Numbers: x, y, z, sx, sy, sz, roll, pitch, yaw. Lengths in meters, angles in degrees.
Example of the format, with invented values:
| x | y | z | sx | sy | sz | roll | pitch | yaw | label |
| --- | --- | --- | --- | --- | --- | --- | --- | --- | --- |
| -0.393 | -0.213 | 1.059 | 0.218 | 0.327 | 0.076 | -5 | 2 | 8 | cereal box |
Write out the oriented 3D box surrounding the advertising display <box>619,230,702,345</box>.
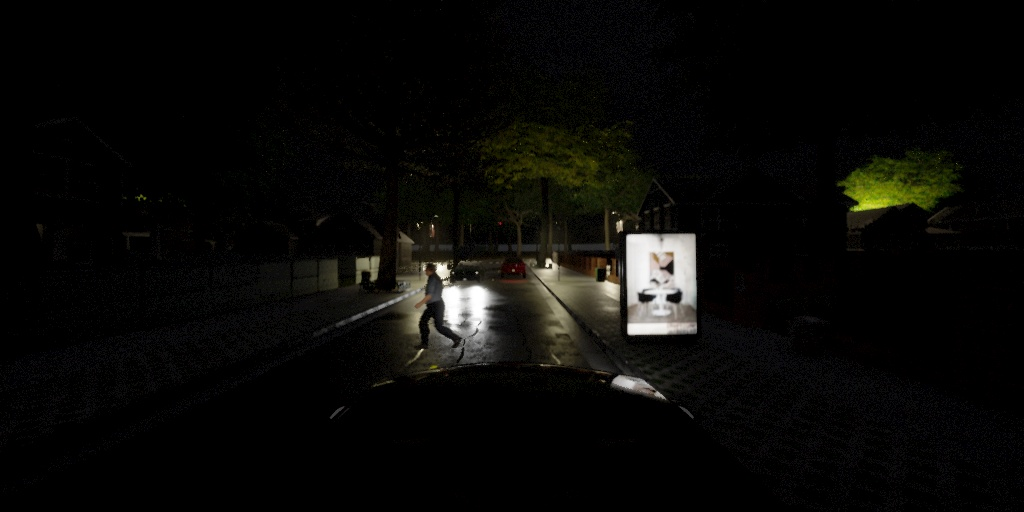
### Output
| x | y | z | sx | sy | sz | roll | pitch | yaw | label |
| --- | --- | --- | --- | --- | --- | --- | --- | --- | --- |
| 3.016 | 0.707 | 7.285 | 1.540 | 2.440 | 0.280 | 0 | 0 | 0 | advertising display |

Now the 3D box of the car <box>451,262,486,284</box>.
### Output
| x | y | z | sx | sy | sz | roll | pitch | yaw | label |
| --- | --- | --- | --- | --- | --- | --- | --- | --- | --- |
| -2.818 | 1.057 | 23.700 | 1.895 | 1.301 | 4.718 | 0 | 1 | 0 | car |

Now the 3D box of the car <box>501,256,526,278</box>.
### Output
| x | y | z | sx | sy | sz | roll | pitch | yaw | label |
| --- | --- | --- | --- | --- | --- | --- | --- | --- | --- |
| 0.122 | 0.855 | 28.810 | 1.882 | 1.535 | 5.008 | 0 | 1 | 0 | car |

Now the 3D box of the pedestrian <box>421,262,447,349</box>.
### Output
| x | y | z | sx | sy | sz | roll | pitch | yaw | label |
| --- | --- | --- | --- | --- | --- | --- | --- | --- | --- |
| -1.592 | 0.975 | 7.315 | 0.375 | 1.860 | 0.375 | 1 | 0 | -15 | pedestrian |
